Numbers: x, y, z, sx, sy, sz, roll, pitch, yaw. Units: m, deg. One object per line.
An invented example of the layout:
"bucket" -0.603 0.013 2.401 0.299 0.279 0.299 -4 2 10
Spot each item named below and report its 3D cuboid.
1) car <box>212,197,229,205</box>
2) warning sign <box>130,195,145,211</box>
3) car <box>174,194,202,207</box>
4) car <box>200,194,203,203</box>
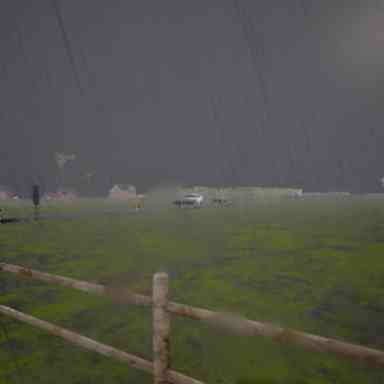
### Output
"car" 5.384 1.607 63.138 1.812 1.442 4.674 -1 0 31
"warning sign" -6.361 1.246 38.599 1.300 1.860 1.060 -1 -1 31
"car" -0.882 1.593 52.547 1.882 1.535 5.008 -1 0 31
"car" -0.081 1.366 59.350 2.150 2.045 5.566 -1 -1 31
